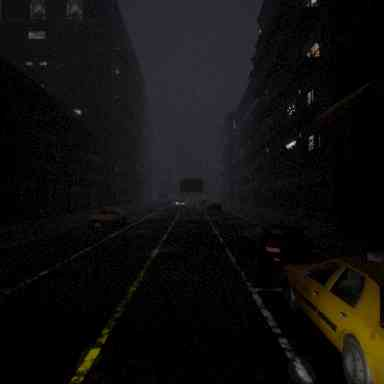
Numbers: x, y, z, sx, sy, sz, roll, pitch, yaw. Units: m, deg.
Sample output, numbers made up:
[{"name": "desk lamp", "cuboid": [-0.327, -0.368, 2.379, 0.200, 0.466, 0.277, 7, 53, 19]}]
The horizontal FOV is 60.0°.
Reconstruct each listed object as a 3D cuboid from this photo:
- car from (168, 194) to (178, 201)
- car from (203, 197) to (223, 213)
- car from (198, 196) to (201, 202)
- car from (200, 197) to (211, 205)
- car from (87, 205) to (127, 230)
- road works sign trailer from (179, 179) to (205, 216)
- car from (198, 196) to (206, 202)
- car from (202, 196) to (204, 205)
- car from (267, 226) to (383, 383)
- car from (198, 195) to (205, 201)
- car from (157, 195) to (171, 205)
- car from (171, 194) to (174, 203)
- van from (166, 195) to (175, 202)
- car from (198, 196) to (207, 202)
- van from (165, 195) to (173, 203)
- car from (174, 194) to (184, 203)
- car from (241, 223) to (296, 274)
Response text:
[{"name": "car", "cuboid": [-5.292, 1.582, 93.238, 2.192, 1.841, 5.009, 1, 0, 0]}, {"name": "car", "cuboid": [2.584, 1.598, 37.869, 1.887, 1.381, 4.507, 1, 0, 0]}, {"name": "car", "cuboid": [2.584, 1.666, 59.991, 1.887, 1.381, 4.507, 1, 0, 0]}, {"name": "car", "cuboid": [2.583, 1.692, 65.523, 2.008, 1.369, 4.403, 1, 0, 0]}, {"name": "car", "cuboid": [-5.294, 1.545, 21.177, 1.752, 1.417, 4.829, 2, 0, 0]}, {"name": "road works sign trailer", "cuboid": [-0.022, 0.491, 32.539, 2.380, 3.560, 2.880, -1, 0, 0]}, {"name": "car", "cuboid": [2.583, 1.783, 87.645, 1.887, 1.381, 4.507, 1, 0, 0]}, {"name": "car", "cuboid": [2.585, 1.593, 43.571, 1.752, 1.417, 4.829, 1, 0, 0]}, {"name": "car", "cuboid": [2.586, 1.528, 4.860, 1.752, 1.417, 4.829, 2, 0, 0]}, {"name": "car", "cuboid": [2.593, 1.707, 93.177, 1.967, 1.590, 4.097, 1, 0, 0]}, {"name": "car", "cuboid": [-5.296, 1.646, 59.884, 1.752, 1.417, 4.829, 2, 0, 0]}, {"name": "car", "cuboid": [-5.290, 1.456, 65.587, 2.192, 1.841, 5.009, 2, 0, 0]}, {"name": "van", "cuboid": [-5.292, 1.552, 82.177, 1.690, 1.788, 3.998, 1, 0, 0]}, {"name": "car", "cuboid": [2.583, 1.755, 82.115, 1.887, 1.381, 4.507, 1, 0, 0]}, {"name": "van", "cuboid": [-5.291, 1.526, 76.645, 1.690, 1.788, 3.998, 2, 0, 0]}, {"name": "car", "cuboid": [-2.751, 1.679, 75.993, 2.033, 1.411, 5.357, 0, 0, 0]}, {"name": "car", "cuboid": [2.584, 1.589, 10.219, 1.802, 1.307, 4.206, 1, 0, 0]}]
